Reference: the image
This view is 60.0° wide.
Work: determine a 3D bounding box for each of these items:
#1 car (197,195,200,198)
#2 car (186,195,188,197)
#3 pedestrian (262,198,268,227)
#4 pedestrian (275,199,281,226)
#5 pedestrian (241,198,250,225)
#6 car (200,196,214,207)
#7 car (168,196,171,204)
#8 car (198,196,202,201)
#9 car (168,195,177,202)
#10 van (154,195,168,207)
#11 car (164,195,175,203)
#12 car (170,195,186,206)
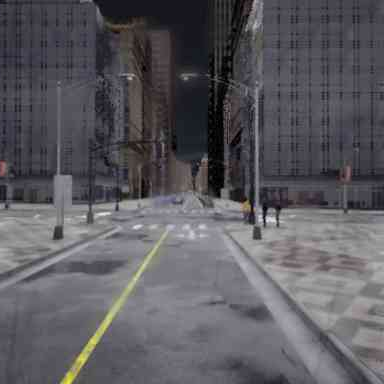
[{"bbox_3d":[3.058,2.031,87.068,1.887,1.381,4.507,0,0,0],"label":"car"},{"bbox_3d":[-2.653,2.012,80.991,1.994,1.385,4.181,0,0,0],"label":"car"},{"bbox_3d":[4.630,1.301,21.343,0.375,1.860,0.375,0,-1,0],"label":"pedestrian"},{"bbox_3d":[5.630,1.332,21.943,0.375,1.860,0.375,0,-1,0],"label":"pedestrian"},{"bbox_3d":[3.629,1.294,22.543,0.375,1.860,0.375,0,-1,0],"label":"pedestrian"},{"bbox_3d":[2.877,1.923,58.823,1.947,1.339,4.313,0,0,0],"label":"car"},{"bbox_3d":[-5.612,1.968,64.525,1.802,1.307,4.206,0,0,0],"label":"car"},{"bbox_3d":[2.985,2.021,75.770,1.802,1.307,4.206,0,0,0],"label":"car"},{"bbox_3d":[-5.430,1.824,92.770,2.192,1.841,5.009,0,0,0],"label":"car"},{"bbox_3d":[-5.647,1.699,58.878,1.690,1.788,3.998,0,0,0],"label":"van"},{"bbox_3d":[-5.502,1.779,81.473,2.192,1.841,5.009,0,0,0],"label":"car"},{"bbox_3d":[-2.765,1.869,65.506,1.882,1.535,5.008,0,0,1],"label":"car"}]
